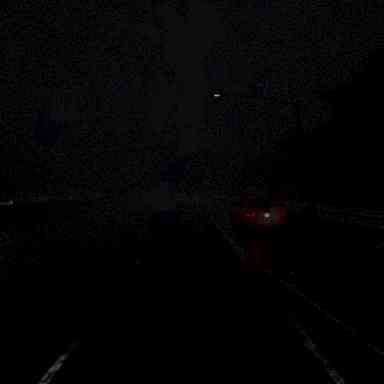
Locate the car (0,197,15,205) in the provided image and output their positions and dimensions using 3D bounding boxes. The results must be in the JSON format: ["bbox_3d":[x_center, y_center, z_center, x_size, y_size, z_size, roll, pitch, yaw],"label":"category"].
[{"bbox_3d":[-24.568,1.613,41.750,1.895,1.301,4.718,0,0,0],"label":"car"}]

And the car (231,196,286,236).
[{"bbox_3d":[3.565,1.232,18.607,2.150,2.045,5.566,0,0,-1],"label":"car"}]

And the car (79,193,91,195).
[{"bbox_3d":[-20.985,1.287,64.646,2.150,2.045,5.566,0,0,0],"label":"car"}]

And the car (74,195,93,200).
[{"bbox_3d":[-17.543,1.564,53.789,2.033,1.411,5.357,0,0,1],"label":"car"}]

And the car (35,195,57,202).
[{"bbox_3d":[-27.985,1.219,63.975,2.033,1.411,5.357,0,0,0],"label":"car"}]

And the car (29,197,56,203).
[{"bbox_3d":[-17.585,1.611,37.654,1.895,1.301,4.718,0,0,0],"label":"car"}]

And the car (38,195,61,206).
[{"bbox_3d":[-24.523,1.373,57.399,2.097,1.767,4.553,0,0,1],"label":"car"}]

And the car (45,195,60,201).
[{"bbox_3d":[-21.039,1.539,47.951,1.812,1.442,4.674,0,0,0],"label":"car"}]
